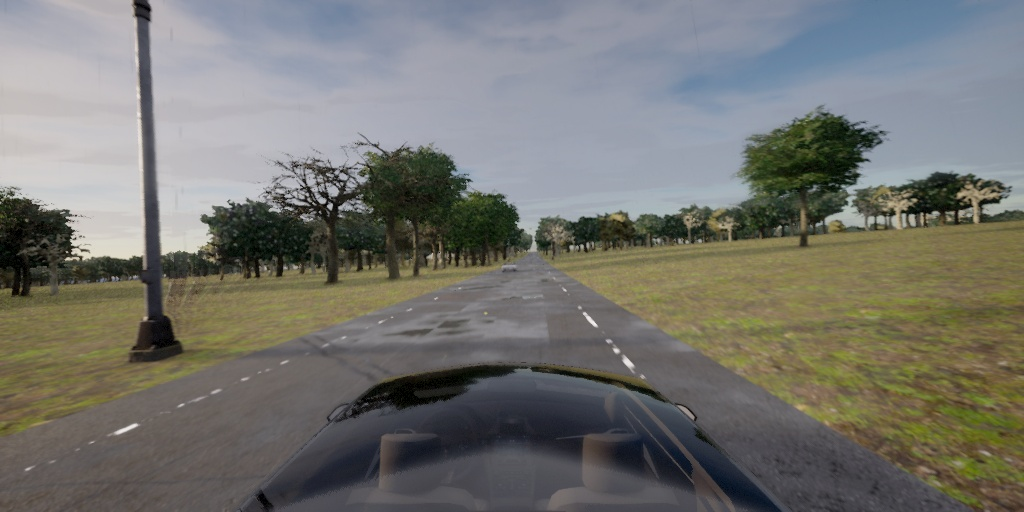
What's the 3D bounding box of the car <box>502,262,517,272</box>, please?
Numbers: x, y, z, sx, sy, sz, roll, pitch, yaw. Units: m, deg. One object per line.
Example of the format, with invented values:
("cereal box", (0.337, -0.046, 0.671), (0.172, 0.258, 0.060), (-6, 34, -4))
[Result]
("car", (-0.335, 1.560, 50.220), (1.895, 1.301, 4.718), (-3, 0, 4))
